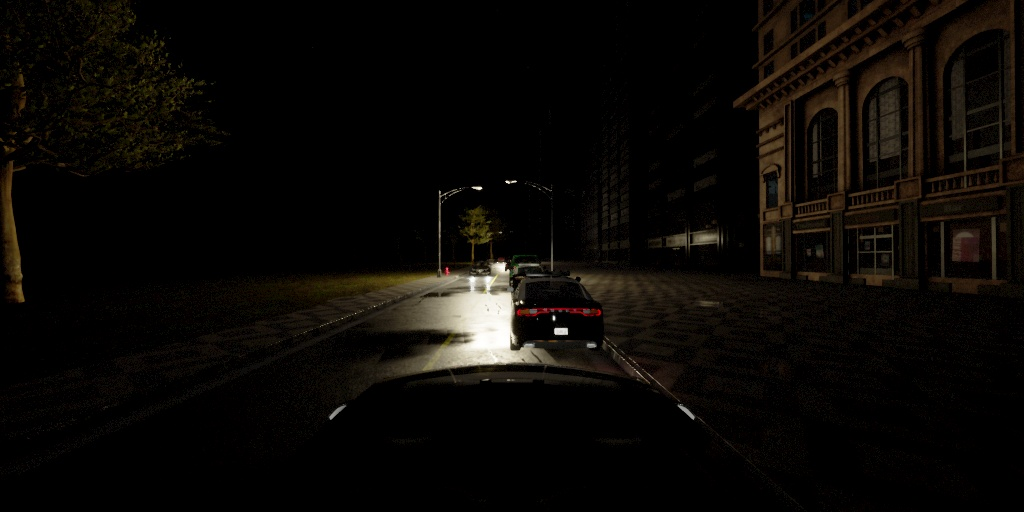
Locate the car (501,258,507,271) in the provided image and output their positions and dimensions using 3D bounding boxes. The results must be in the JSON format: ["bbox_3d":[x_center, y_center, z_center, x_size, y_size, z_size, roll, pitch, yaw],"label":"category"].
[{"bbox_3d":[0.016,1.252,46.600,2.033,1.411,5.357,0,0,1],"label":"car"}]

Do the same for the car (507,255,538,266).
[{"bbox_3d":[0.894,0.963,25.070,2.150,2.045,5.566,0,0,0],"label":"car"}]

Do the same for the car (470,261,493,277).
[{"bbox_3d":[-3.006,1.229,35.699,1.837,1.490,4.892,0,0,0],"label":"car"}]

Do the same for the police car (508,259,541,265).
[{"bbox_3d":[0.897,1.170,19.150,1.930,1.638,5.238,0,0,0],"label":"police car"}]

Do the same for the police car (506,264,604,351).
[{"bbox_3d":[0.899,1.175,9.149,1.930,1.638,5.238,0,0,0],"label":"police car"}]
